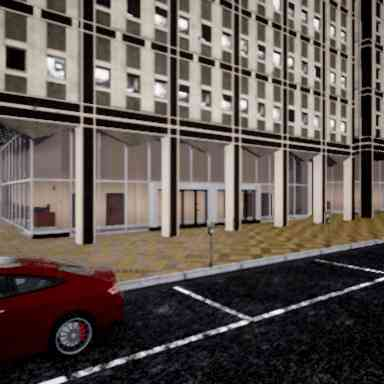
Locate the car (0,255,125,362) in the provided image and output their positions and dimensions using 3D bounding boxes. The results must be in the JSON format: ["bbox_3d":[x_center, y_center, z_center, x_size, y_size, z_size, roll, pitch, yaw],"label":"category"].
[{"bbox_3d":[-2.982,1.582,4.432,4.206,1.307,1.802,0,0,-35],"label":"car"}]
